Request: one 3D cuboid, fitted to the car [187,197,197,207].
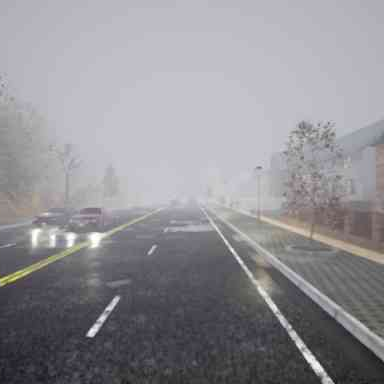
[{"bbox_3d":[0.018,2.031,64.833,1.882,1.535,5.008,0,-1,0],"label":"car"}]

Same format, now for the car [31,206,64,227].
[{"bbox_3d":[-9.765,1.747,24.657,2.033,1.411,5.357,0,0,1],"label":"car"}]

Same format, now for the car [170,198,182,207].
[{"bbox_3d":[-3.231,2.050,65.182,1.837,1.490,4.892,0,-1,0],"label":"car"}]

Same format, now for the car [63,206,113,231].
[{"bbox_3d":[-6.543,1.703,22.022,1.812,1.442,4.674,0,-1,1],"label":"car"}]

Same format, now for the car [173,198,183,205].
[{"bbox_3d":[-3.228,2.079,75.230,2.033,1.411,5.357,0,-1,0],"label":"car"}]

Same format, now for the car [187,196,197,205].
[{"bbox_3d":[0.021,1.895,75.201,2.097,1.767,4.553,0,-1,0],"label":"car"}]
